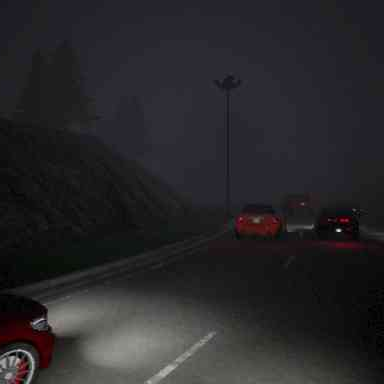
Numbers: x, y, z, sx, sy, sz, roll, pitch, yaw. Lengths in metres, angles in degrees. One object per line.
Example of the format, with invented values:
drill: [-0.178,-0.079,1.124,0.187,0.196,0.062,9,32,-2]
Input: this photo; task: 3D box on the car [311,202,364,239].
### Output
car: [7.475,1.498,17.526,1.837,1.490,4.892,0,0,18]

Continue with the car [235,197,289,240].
car: [3.689,1.345,17.273,2.097,1.767,4.553,0,0,20]

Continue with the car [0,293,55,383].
car: [-3.476,1.524,2.636,1.812,1.442,4.674,0,0,34]

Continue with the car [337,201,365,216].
car: [13.606,1.536,29.834,2.033,1.411,5.357,0,0,6]

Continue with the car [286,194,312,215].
car: [10.365,1.208,33.236,2.150,2.045,5.566,0,0,4]
